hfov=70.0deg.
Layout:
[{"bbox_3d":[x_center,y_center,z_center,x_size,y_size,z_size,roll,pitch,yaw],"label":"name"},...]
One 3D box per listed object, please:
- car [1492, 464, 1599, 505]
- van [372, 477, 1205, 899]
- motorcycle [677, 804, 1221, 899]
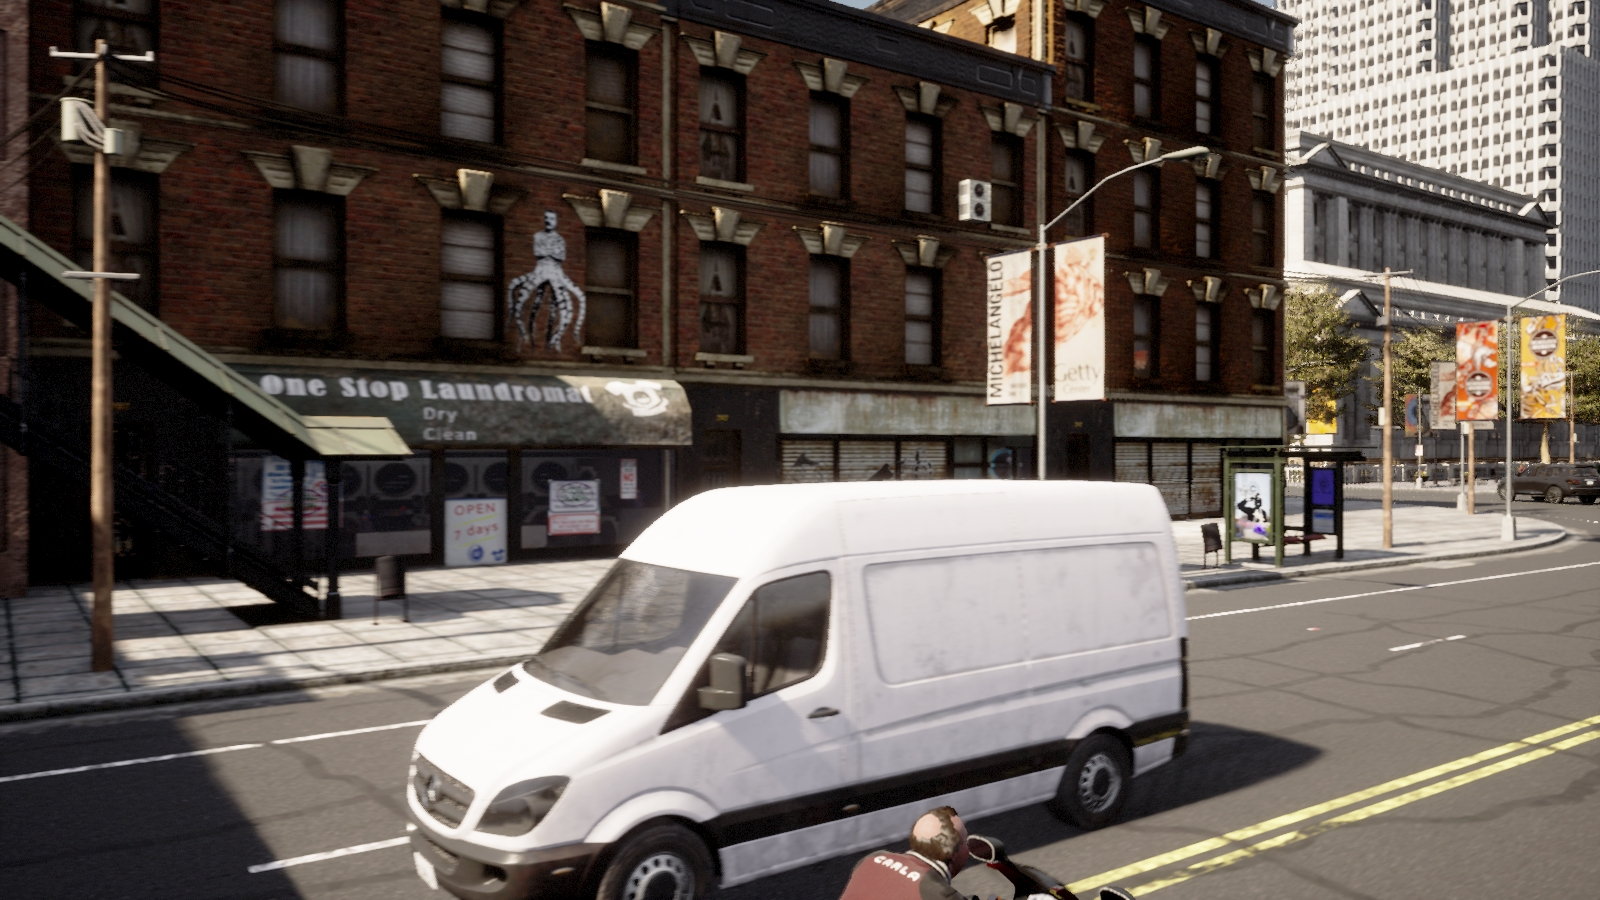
[{"bbox_3d":[39.832,1.779,60.728,2.150,2.045,5.566,0,0,-8],"label":"car"},{"bbox_3d":[0.240,1.534,8.224,5.915,2.561,1.988,0,0,-35],"label":"van"},{"bbox_3d":[0.461,2.205,4.108,2.209,1.251,0.867,0,0,-35],"label":"motorcycle"}]
